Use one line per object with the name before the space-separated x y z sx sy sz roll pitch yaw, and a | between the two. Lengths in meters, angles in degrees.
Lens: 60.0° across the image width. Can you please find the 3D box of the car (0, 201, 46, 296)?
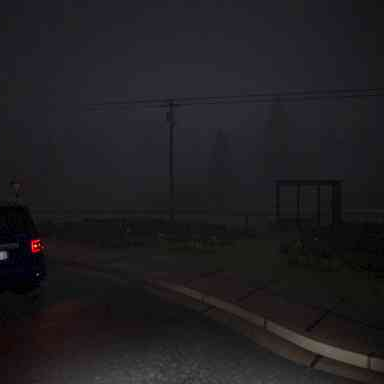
car | -5.503 1.221 7.502 5.566 2.045 2.150 0 0 38
